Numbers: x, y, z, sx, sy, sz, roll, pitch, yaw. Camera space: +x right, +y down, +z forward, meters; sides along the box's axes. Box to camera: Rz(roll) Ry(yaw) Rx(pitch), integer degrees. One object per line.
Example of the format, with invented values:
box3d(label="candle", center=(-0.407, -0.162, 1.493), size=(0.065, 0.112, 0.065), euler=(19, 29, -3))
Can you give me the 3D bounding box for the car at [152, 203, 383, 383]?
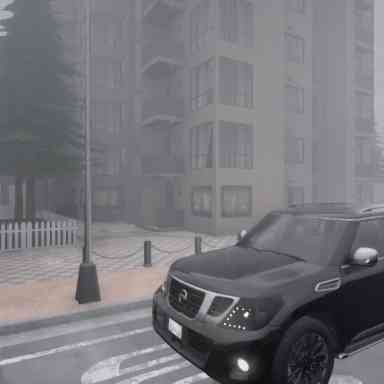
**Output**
box3d(label="car", center=(2.163, 1.223, 5.278), size=(5.566, 2.045, 2.150), euler=(0, 0, -31))
